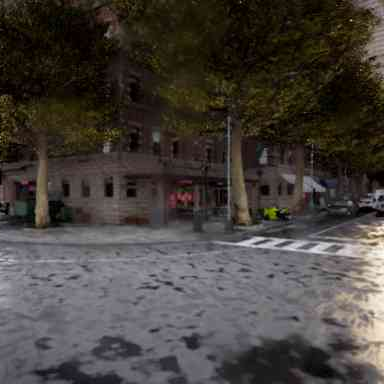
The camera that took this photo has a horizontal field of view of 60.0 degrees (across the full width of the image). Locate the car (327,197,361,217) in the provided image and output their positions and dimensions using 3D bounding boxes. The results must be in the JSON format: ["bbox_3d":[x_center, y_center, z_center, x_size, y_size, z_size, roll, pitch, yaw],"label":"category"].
[{"bbox_3d":[14.295,1.505,31.793,2.231,1.521,4.892,0,0,36],"label":"car"}]

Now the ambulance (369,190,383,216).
[{"bbox_3d":[19.632,0.995,32.992,2.351,2.431,6.366,0,0,36],"label":"ambulance"}]

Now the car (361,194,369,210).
[{"bbox_3d":[23.154,1.251,43.117,2.435,2.045,5.566,0,0,36],"label":"car"}]
